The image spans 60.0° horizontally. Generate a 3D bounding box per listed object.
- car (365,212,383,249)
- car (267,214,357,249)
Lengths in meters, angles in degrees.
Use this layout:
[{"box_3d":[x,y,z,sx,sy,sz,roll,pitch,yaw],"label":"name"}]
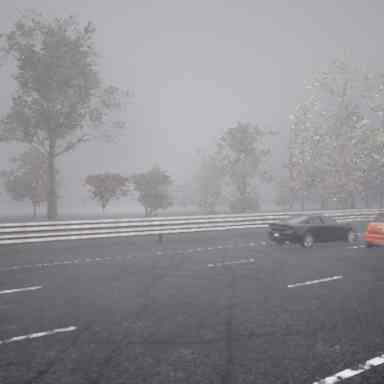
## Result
[{"box_3d":[9.766,1.596,14.593,4.553,1.767,2.097,0,-2,-29],"label":"car"},{"box_3d":[6.054,1.832,16.540,5.008,1.535,1.882,0,-2,-29],"label":"car"}]
